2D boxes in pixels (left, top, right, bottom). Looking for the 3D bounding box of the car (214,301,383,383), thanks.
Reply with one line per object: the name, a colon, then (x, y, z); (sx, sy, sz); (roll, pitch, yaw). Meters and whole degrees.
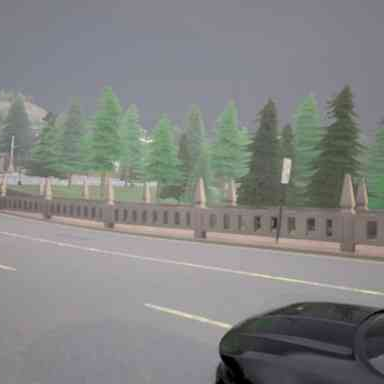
car: (2.495, 1.474, 2.213); (5.008, 1.535, 1.882); (0, 0, 36)
